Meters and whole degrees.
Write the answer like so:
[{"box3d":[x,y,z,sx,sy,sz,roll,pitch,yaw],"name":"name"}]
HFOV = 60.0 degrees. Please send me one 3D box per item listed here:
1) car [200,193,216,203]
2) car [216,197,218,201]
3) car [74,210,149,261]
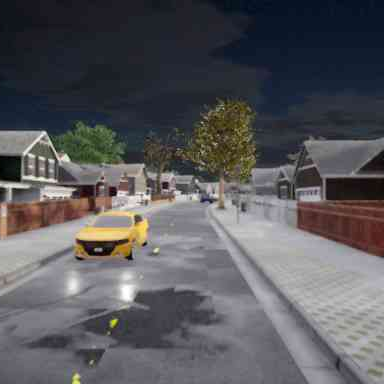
[{"box3d":[3.065,1.268,68.352,2.150,2.045,5.566,0,0,10],"name":"car"},{"box3d":[5.004,1.631,78.923,1.895,1.301,4.718,0,0,12],"name":"car"},{"box3d":[-2.795,1.482,12.524,1.882,1.535,5.008,0,0,1],"name":"car"}]
